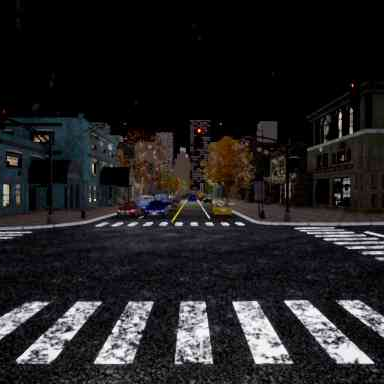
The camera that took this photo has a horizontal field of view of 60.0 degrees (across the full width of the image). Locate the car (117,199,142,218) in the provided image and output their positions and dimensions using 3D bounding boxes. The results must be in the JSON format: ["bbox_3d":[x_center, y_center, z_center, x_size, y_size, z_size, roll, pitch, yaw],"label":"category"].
[{"bbox_3d":[-5.696,1.577,30.405,1.802,1.307,4.206,0,0,0],"label":"car"}]

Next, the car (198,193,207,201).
[{"bbox_3d":[2.673,1.297,85.870,2.192,1.841,5.009,-1,0,0],"label":"car"}]

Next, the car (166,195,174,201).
[{"bbox_3d":[-5.705,1.527,85.868,1.887,1.381,4.507,0,0,0],"label":"car"}]

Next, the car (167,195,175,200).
[{"bbox_3d":[-5.706,1.562,91.414,1.802,1.307,4.206,0,0,0],"label":"car"}]

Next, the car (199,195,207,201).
[{"bbox_3d":[2.677,1.528,80.323,1.887,1.381,4.507,-1,0,0],"label":"car"}]

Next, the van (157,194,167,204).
[{"bbox_3d":[-5.703,1.329,63.683,1.690,1.788,3.998,0,0,0],"label":"van"}]

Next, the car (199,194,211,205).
[{"bbox_3d":[2.680,1.540,58.138,2.008,1.369,4.403,-1,0,0],"label":"car"}]

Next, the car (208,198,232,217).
[{"bbox_3d":[2.683,1.520,30.577,1.752,1.417,4.829,-1,0,0],"label":"car"}]

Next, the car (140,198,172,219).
[{"bbox_3d":[-3.121,1.521,29.660,1.812,1.442,4.674,0,0,0],"label":"car"}]

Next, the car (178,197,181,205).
[{"bbox_3d":[-3.098,1.555,48.771,1.994,1.385,4.181,0,0,0],"label":"car"}]

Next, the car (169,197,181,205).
[{"bbox_3d":[-3.060,1.589,59.669,1.895,1.301,4.718,0,0,0],"label":"car"}]

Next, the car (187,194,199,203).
[{"bbox_3d":[0.057,1.464,70.837,1.882,1.535,5.008,0,0,0],"label":"car"}]

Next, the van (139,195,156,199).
[{"bbox_3d":[-5.700,1.334,41.497,1.690,1.788,3.998,0,0,0],"label":"van"}]

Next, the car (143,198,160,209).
[{"bbox_3d":[-5.699,1.536,47.045,1.887,1.381,4.507,0,0,0],"label":"car"}]

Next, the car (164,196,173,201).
[{"bbox_3d":[-5.704,1.549,80.322,1.947,1.339,4.313,0,0,0],"label":"car"}]

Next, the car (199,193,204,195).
[{"bbox_3d":[2.677,1.551,74.777,1.947,1.339,4.313,-1,0,0],"label":"car"}]

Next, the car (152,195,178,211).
[{"bbox_3d":[-3.104,1.485,38.859,2.128,1.511,4.902,0,0,0],"label":"car"}]

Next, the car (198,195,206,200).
[{"bbox_3d":[2.675,1.525,91.416,1.887,1.381,4.507,-1,0,0],"label":"car"}]
